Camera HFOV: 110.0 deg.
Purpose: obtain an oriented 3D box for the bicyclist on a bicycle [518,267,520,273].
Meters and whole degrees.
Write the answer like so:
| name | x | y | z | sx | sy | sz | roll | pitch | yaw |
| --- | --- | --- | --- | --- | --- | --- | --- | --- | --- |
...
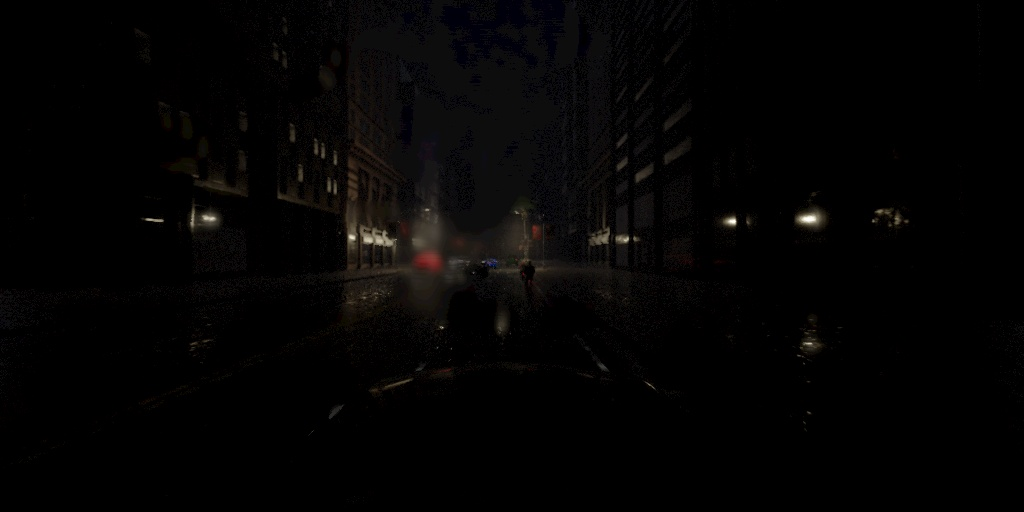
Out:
| name | x | y | z | sx | sy | sz | roll | pitch | yaw |
| --- | --- | --- | --- | --- | --- | --- | --- | --- | --- |
| bicyclist on a bicycle | 0.883 | 1.162 | 27.891 | 0.866 | 1.612 | 1.509 | 0 | 0 | 0 |

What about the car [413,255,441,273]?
| name | x | y | z | sx | sy | sz | roll | pitch | yaw |
| --- | --- | --- | --- | --- | --- | --- | --- | --- | --- |
| car | -9.847 | 0.914 | 42.000 | 2.150 | 2.045 | 5.566 | 0 | 0 | 0 |

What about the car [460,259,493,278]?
| name | x | y | z | sx | sy | sz | roll | pitch | yaw |
| --- | --- | --- | --- | --- | --- | --- | --- | --- | --- |
| car | -3.157 | 1.208 | 32.784 | 2.128 | 1.511 | 4.902 | 0 | 0 | 0 |

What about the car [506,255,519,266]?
| name | x | y | z | sx | sy | sz | roll | pitch | yaw |
| --- | --- | --- | --- | --- | --- | --- | --- | --- | --- |
| car | 0.043 | 0.816 | 65.049 | 2.150 | 2.045 | 5.566 | 0 | 1 | 0 |

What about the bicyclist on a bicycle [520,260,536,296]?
| name | x | y | z | sx | sy | sz | roll | pitch | yaw |
| --- | --- | --- | --- | --- | --- | --- | --- | --- | --- |
| bicyclist on a bicycle | 0.891 | 1.107 | 18.104 | 0.659 | 1.776 | 1.843 | 0 | 0 | 0 |

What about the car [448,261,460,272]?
| name | x | y | z | sx | sy | sz | roll | pitch | yaw |
| --- | --- | --- | --- | --- | --- | --- | --- | --- | --- |
| car | -6.592 | 1.288 | 43.773 | 1.895 | 1.301 | 4.718 | 0 | 0 | 0 |

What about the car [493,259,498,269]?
| name | x | y | z | sx | sy | sz | roll | pitch | yaw |
| --- | --- | --- | --- | --- | --- | --- | --- | --- | --- |
| car | -3.161 | 1.130 | 52.903 | 1.882 | 1.535 | 5.008 | 0 | 0 | 0 |
